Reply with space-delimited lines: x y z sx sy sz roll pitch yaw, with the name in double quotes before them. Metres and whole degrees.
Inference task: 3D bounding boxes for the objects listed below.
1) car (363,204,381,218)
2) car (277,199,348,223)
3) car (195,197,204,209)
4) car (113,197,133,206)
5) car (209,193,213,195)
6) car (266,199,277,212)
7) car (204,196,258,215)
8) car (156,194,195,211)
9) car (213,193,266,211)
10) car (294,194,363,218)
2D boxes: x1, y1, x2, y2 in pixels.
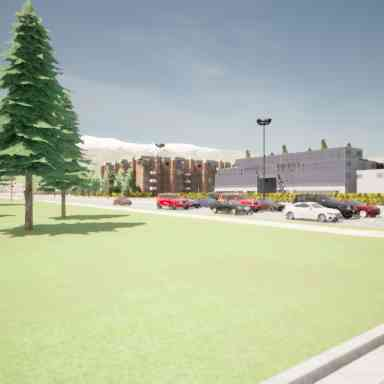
"car" 14.567 1.469 30.577 1.882 1.535 5.008 0 0 -36
"car" 9.283 1.519 25.984 1.812 1.442 4.674 0 0 -35
"car" -0.968 1.540 45.916 2.033 1.411 5.357 0 0 -36
"car" -11.435 1.519 54.564 1.812 1.442 4.674 0 0 -36
"car" 4.004 1.210 58.988 2.150 2.045 5.566 0 0 -36
"car" 8.479 1.539 38.892 2.033 1.411 5.357 0 0 -36
"car" 3.794 1.485 33.444 2.128 1.511 4.902 0 0 -36
"car" -2.492 1.215 42.063 2.150 2.045 5.566 0 0 -36
"car" 5.218 1.214 37.428 2.150 2.045 5.566 0 0 -36
"car" 11.378 1.214 29.007 2.150 2.045 5.566 0 0 -36
